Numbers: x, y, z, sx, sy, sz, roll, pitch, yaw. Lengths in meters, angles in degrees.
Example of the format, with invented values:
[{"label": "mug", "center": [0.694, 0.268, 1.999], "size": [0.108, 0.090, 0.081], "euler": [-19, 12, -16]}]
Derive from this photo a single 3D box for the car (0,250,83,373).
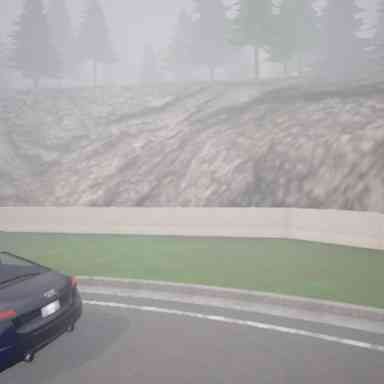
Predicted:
[{"label": "car", "center": [-3.781, 1.501, 4.788], "size": [4.181, 1.385, 1.994], "euler": [-1, 1, 14]}]
